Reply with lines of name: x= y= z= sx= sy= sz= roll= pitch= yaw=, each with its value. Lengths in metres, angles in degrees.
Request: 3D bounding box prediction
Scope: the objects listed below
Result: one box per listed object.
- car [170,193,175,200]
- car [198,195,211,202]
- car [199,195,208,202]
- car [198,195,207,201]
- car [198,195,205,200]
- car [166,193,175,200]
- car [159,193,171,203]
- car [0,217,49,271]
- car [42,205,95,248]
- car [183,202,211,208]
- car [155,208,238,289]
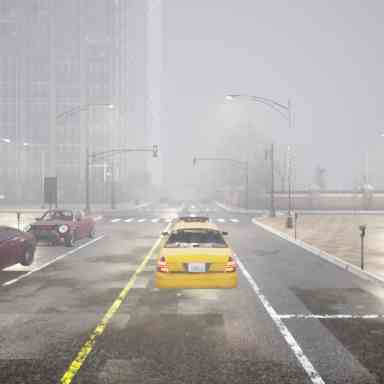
car: x=-5.928 y=1.323 z=85.779 sx=1.967 sy=1.590 sz=4.097 roll=0 pitch=0 yaw=0
car: x=2.682 y=1.492 z=63.605 sx=1.947 sy=1.339 sz=4.313 roll=0 pitch=0 yaw=0
car: x=2.609 y=1.454 z=74.720 sx=1.887 sy=1.381 sz=4.507 roll=0 pitch=0 yaw=0
car: x=2.603 y=1.448 z=80.280 sx=2.008 sy=1.369 sz=4.403 roll=0 pitch=0 yaw=0
car: x=2.592 y=1.411 z=91.402 sx=1.887 sy=1.381 sz=4.507 roll=0 pitch=0 yaw=0
car: x=-5.933 y=1.181 z=91.337 sx=2.192 sy=1.841 sz=5.009 roll=0 pitch=0 yaw=0
car: x=-5.911 y=1.485 z=69.095 sx=1.947 sy=1.339 sz=4.313 roll=0 pitch=0 yaw=0
car: x=-5.700 y=1.579 z=8.879 sx=1.802 sy=1.307 sz=4.206 roll=0 pitch=0 yaw=0
car: x=-5.706 y=1.433 z=14.572 sx=1.967 sy=1.590 sz=4.097 roll=0 pitch=0 yaw=0
car: x=0.095 y=1.535 z=19.344 sx=2.033 sy=1.411 sz=5.357 roll=0 pitch=0 yaw=0
car: x=0.089 y=1.454 z=9.081 sx=1.801 sy=1.575 sz=5.366 roll=0 pitch=0 yaw=0
